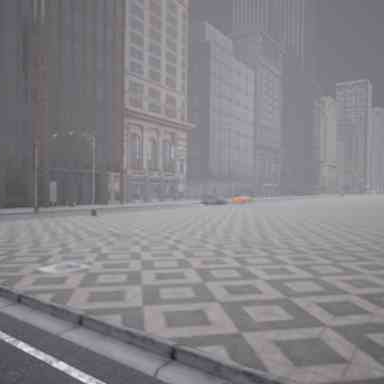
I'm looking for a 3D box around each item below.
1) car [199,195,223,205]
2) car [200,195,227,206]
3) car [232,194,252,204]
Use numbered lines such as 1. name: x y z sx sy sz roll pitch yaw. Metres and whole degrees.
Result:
1. car: 3.270 1.329 56.931 1.837 1.490 4.892 1 1 35
2. car: 3.542 1.434 52.026 2.033 1.411 5.357 1 1 36
3. car: 9.072 1.196 59.933 2.097 1.767 4.553 1 1 35
